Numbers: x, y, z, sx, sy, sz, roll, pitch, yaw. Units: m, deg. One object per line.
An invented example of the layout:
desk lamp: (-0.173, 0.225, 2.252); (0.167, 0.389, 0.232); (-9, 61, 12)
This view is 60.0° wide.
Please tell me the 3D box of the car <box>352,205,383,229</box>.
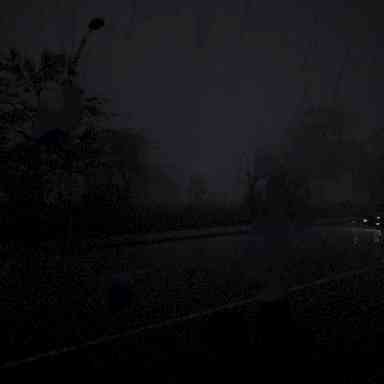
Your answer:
car: (12.050, 1.547, 21.184); (4.181, 1.385, 1.994); (0, 0, -35)
